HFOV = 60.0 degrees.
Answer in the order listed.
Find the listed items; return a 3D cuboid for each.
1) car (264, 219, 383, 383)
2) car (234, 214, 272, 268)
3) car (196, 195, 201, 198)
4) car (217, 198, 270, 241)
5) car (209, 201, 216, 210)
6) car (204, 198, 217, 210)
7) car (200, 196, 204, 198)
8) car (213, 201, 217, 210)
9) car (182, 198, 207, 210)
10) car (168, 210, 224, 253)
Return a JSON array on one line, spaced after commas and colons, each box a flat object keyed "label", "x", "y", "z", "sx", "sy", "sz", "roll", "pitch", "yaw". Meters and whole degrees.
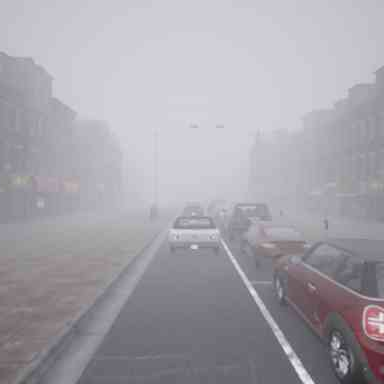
[{"label": "car", "x": 2.649, "y": 1.455, "z": 5.381, "sx": 1.967, "sy": 1.590, "sz": 4.097, "roll": 0, "pitch": 0, "yaw": 0}, {"label": "car", "x": 2.654, "y": 1.613, "z": 11.055, "sx": 1.802, "sy": 1.307, "sz": 4.206, "roll": 0, "pitch": 0, "yaw": 0}, {"label": "car", "x": 2.742, "y": 2.003, "z": 91.155, "sx": 1.887, "sy": 1.381, "sz": 4.507, "roll": 0, "pitch": 0, "yaw": 0}, {"label": "car", "x": 2.662, "y": 1.365, "z": 16.730, "sx": 2.192, "sy": 1.841, "sz": 5.009, "roll": 0, "pitch": 0, "yaw": 0}, {"label": "car", "x": 2.673, "y": 1.675, "z": 28.078, "sx": 1.802, "sy": 1.307, "sz": 4.206, "roll": 0, "pitch": 0, "yaw": 0}, {"label": "car", "x": 2.793, "y": 1.492, "z": 38.692, "sx": 2.097, "sy": 1.767, "sz": 4.553, "roll": 0, "pitch": 0, "yaw": 0}, {"label": "car", "x": 2.704, "y": 1.796, "z": 56.450, "sx": 1.947, "sy": 1.339, "sz": 4.313, "roll": 0, "pitch": 0, "yaw": 0}, {"label": "car", "x": 2.667, "y": 1.597, "z": 22.574, "sx": 1.752, "sy": 1.417, "sz": 4.829, "roll": 0, "pitch": 0, "yaw": 0}, {"label": "car", "x": 0.120, "y": 1.609, "z": 30.682, "sx": 1.837, "sy": 1.490, "sz": 4.892, "roll": 0, "pitch": 0, "yaw": 0}, {"label": "car", "x": 0.098, "y": 1.641, "z": 13.908, "sx": 1.895, "sy": 1.301, "sz": 4.718, "roll": 0, "pitch": 0, "yaw": 0}]
